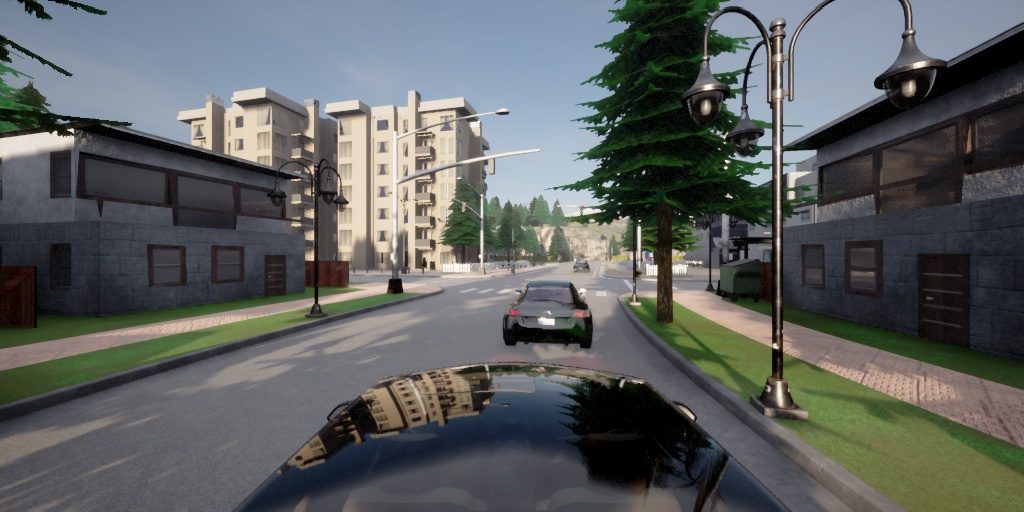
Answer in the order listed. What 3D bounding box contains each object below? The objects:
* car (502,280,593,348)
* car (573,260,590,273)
[{"bbox_3d":[0.994,1.314,9.313,1.994,1.385,4.181,0,0,8],"label":"car"},{"bbox_3d":[8.733,1.276,44.861,2.128,1.511,4.902,0,0,14],"label":"car"}]
